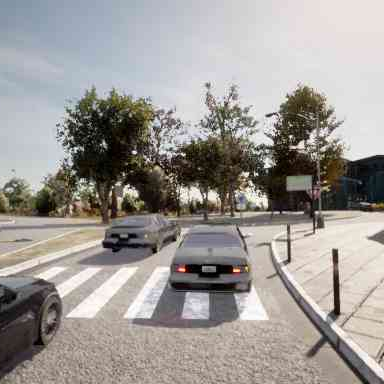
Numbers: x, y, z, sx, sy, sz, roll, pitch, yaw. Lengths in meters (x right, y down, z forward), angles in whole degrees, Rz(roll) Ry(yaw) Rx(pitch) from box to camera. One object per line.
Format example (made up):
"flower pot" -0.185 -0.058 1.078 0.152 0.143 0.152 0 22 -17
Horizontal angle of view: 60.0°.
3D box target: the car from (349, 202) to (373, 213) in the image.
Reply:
"car" 26.204 2.414 51.772 1.837 1.490 4.892 1 -2 1

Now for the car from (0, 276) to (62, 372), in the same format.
"car" -3.031 1.532 3.417 1.812 1.442 4.674 0 0 1

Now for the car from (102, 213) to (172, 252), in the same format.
"car" -1.867 1.599 13.933 2.033 1.411 5.357 -1 -1 11

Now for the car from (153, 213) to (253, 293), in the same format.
"car" 0.599 1.543 8.979 2.033 1.411 5.357 -1 0 6

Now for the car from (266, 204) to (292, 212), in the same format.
"car" 19.210 3.633 73.497 5.566 2.045 2.150 -4 -6 41
